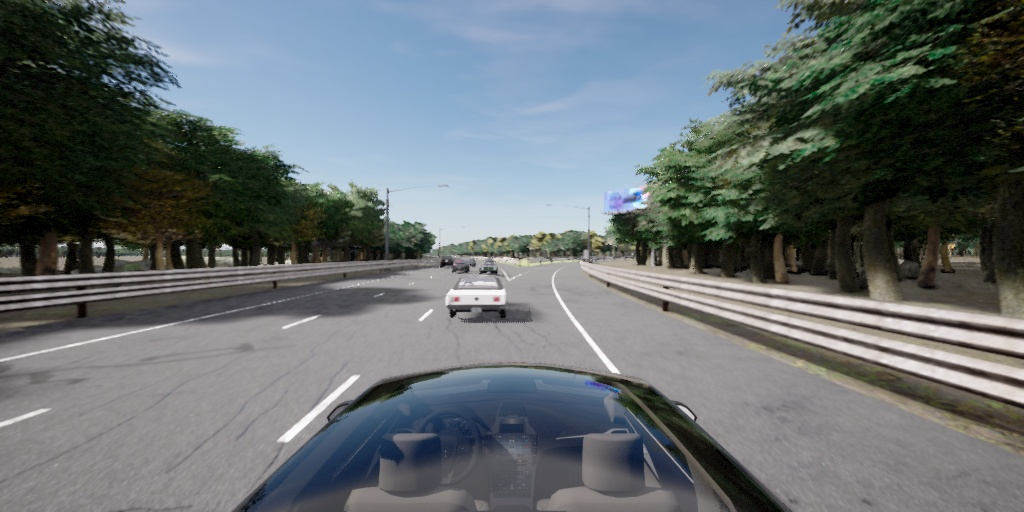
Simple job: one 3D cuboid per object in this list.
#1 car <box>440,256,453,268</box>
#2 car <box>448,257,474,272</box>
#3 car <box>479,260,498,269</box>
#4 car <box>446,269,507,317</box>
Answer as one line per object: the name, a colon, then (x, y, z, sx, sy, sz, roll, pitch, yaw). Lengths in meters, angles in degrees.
car: (-10.624, 0.953, 59.744, 2.150, 2.045, 5.566, 0, 0, -4)
car: (-6.118, 1.201, 43.358, 2.128, 1.511, 4.902, 0, 0, -3)
car: (-2.373, 1.318, 36.931, 1.895, 1.301, 4.718, 0, 0, -3)
car: (-1.182, 1.340, 13.088, 1.895, 1.301, 4.718, 0, 0, -3)
